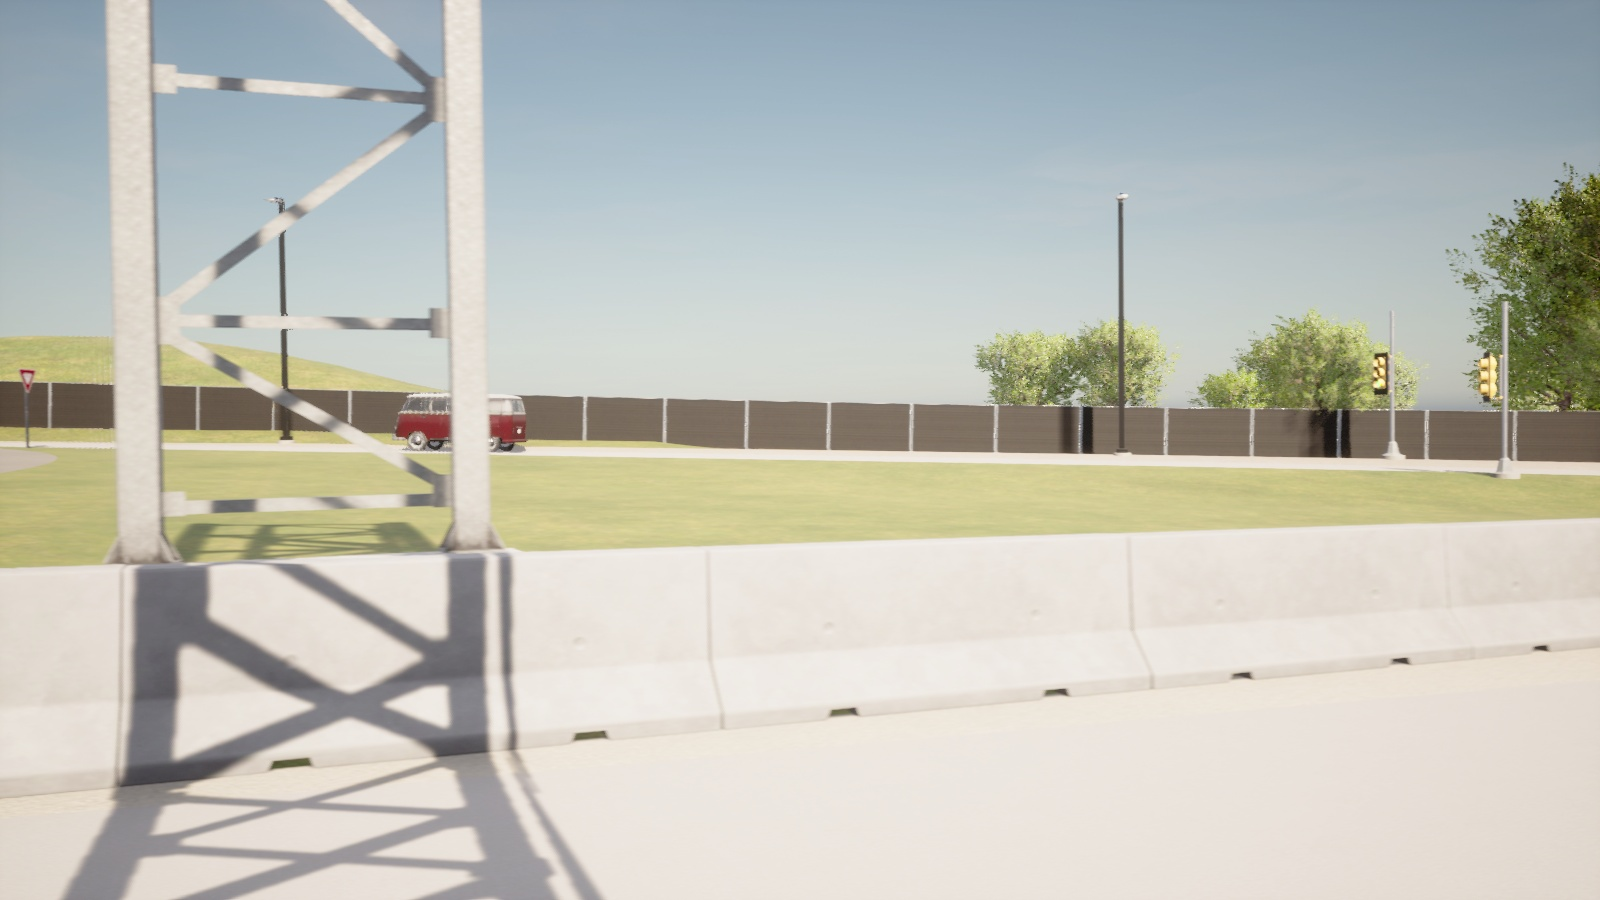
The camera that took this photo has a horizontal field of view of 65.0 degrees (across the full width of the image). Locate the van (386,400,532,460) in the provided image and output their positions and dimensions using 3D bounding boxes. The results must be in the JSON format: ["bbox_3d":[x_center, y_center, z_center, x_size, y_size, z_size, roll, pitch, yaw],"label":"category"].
[{"bbox_3d":[-11.656,-0.689,43.082,4.442,1.987,1.775,0,2,6],"label":"van"}]
